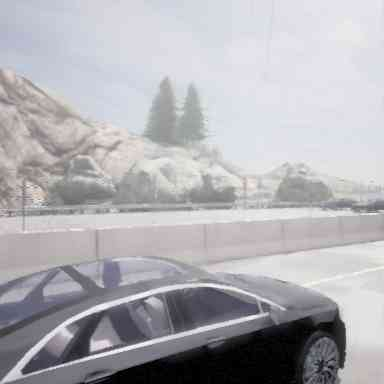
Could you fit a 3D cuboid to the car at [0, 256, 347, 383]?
[{"bbox_3d":[-0.339,1.452,3.420,4.902,1.511,2.128,0,1,-35],"label":"car"}]
